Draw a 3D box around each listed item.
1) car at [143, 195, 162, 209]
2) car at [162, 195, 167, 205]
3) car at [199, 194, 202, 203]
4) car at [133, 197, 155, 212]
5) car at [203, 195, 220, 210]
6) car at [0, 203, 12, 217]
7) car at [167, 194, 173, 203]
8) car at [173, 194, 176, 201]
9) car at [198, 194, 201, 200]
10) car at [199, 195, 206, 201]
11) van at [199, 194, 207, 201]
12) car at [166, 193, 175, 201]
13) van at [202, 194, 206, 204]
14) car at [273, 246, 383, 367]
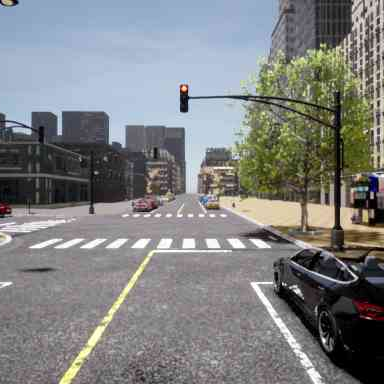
[{"bbox_3d":[-5.662,1.318,43.820,2.192,1.841,5.009,0,0,0],"label":"car"},{"bbox_3d":[-5.658,1.555,54.923,2.008,1.369,4.403,0,0,0],"label":"car"},{"bbox_3d":[2.725,1.556,60.472,2.008,1.369,4.403,0,0,0],"label":"car"},{"bbox_3d":[-5.666,1.584,38.269,1.802,1.307,4.206,0,0,0],"label":"car"},{"bbox_3d":[2.717,1.528,43.988,1.752,1.417,4.829,0,0,0],"label":"car"},{"bbox_3d":[-17.254,1.371,27.278,4.507,1.381,1.887,1,-1,-1],"label":"car"},{"bbox_3d":[-5.649,1.532,71.406,1.752,1.417,4.829,0,0,0],"label":"car"},{"bbox_3d":[-5.644,1.559,82.678,2.008,1.369,4.403,0,0,0],"label":"car"},{"bbox_3d":[2.731,1.572,71.574,1.947,1.339,4.313,0,0,0],"label":"car"},{"bbox_3d":[2.740,1.534,88.397,1.752,1.417,4.829,0,0,0],"label":"car"},{"bbox_3d":[2.738,1.349,82.676,1.690,1.788,3.998,0,0,0],"label":"van"},{"bbox_3d":[-5.640,1.324,88.229,2.192,1.841,5.009,0,0,0],"label":"car"},{"bbox_3d":[2.721,1.345,49.370,1.690,1.788,3.998,0,0,0],"label":"van"},{"bbox_3d":[2.698,1.566,5.789,1.947,1.339,4.313,0,0,0],"label":"car"}]
